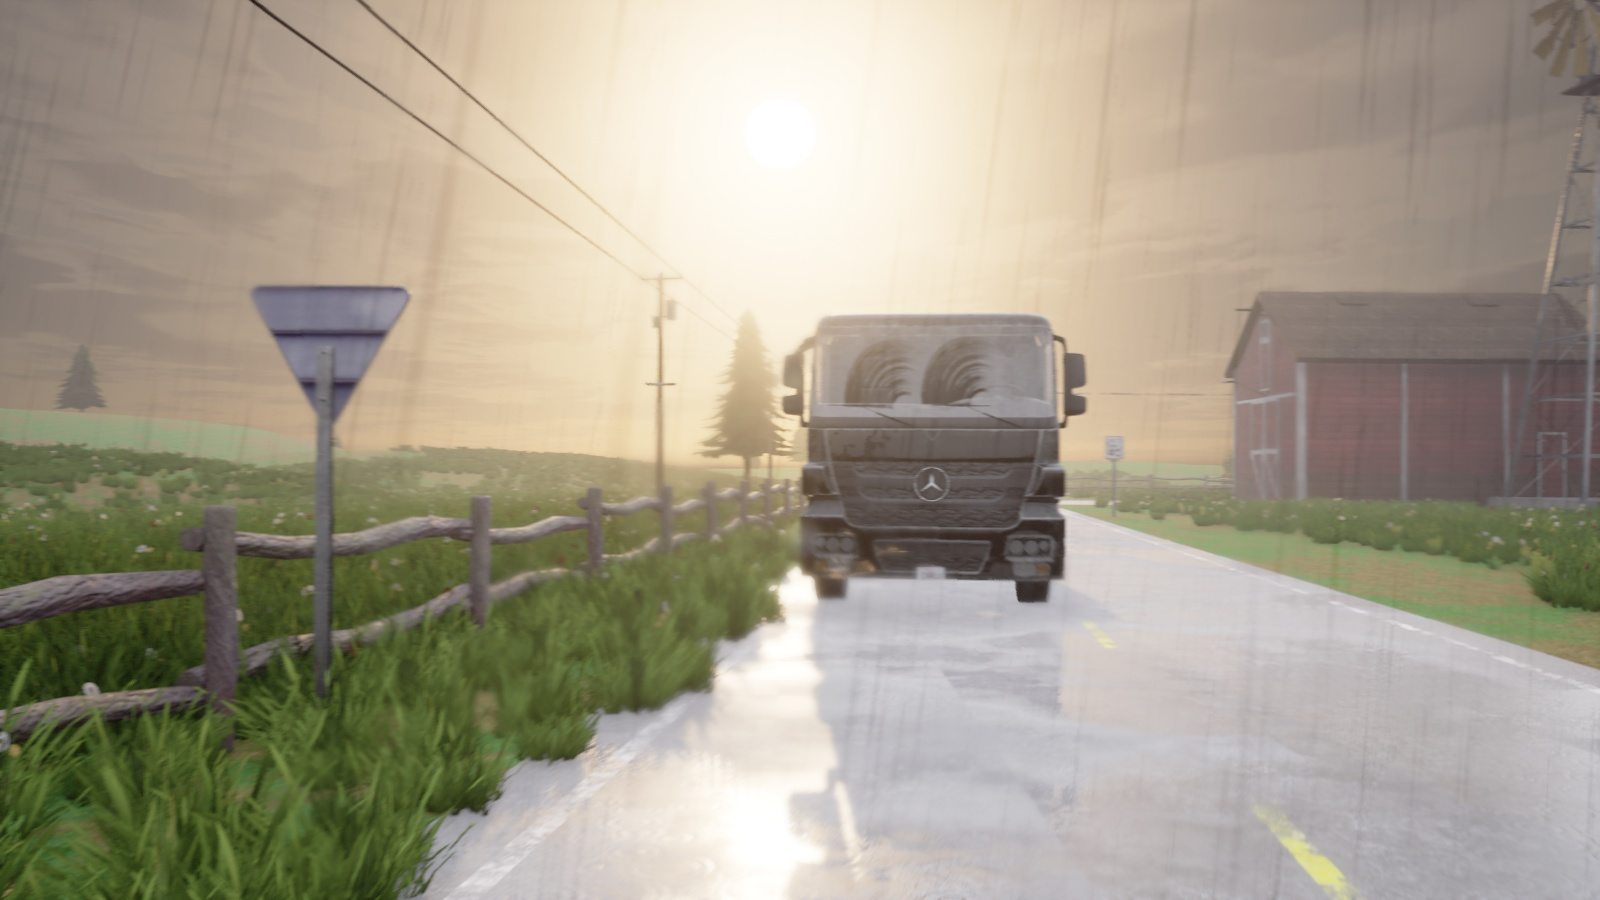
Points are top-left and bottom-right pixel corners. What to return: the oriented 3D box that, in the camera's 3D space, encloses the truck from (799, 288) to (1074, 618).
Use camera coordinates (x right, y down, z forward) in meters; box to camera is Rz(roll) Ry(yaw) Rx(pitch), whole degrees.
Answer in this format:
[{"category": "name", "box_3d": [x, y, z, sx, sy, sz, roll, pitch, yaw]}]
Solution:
[{"category": "truck", "box_3d": [1.860, 0.091, 17.255, 2.891, 3.462, 7.936, 0, -1, 6]}]
